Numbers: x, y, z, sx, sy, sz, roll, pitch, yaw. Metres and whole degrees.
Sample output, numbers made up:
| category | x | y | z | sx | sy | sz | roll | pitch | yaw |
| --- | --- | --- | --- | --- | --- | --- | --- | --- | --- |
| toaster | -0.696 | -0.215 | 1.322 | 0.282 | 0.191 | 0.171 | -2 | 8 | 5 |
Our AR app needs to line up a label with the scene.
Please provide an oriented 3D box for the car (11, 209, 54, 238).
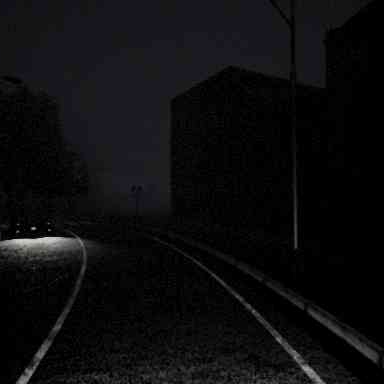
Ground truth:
| category | x | y | z | sx | sy | sz | roll | pitch | yaw |
| --- | --- | --- | --- | --- | --- | --- | --- | --- | --- |
| car | -8.797 | 1.646 | 18.301 | 1.994 | 1.385 | 4.181 | 0 | -1 | -28 |
